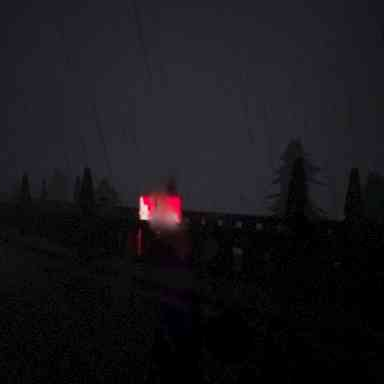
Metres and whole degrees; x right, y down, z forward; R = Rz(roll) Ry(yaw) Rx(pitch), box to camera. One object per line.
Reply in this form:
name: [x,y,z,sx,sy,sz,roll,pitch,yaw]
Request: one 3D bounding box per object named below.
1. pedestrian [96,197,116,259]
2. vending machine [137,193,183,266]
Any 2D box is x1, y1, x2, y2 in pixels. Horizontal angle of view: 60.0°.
pedestrian: [-2.547,1.020,9.758,0.375,1.860,0.375,1,1,41]
vending machine: [-0.999,1.089,10.374,0.880,2.100,1.100,1,1,41]
